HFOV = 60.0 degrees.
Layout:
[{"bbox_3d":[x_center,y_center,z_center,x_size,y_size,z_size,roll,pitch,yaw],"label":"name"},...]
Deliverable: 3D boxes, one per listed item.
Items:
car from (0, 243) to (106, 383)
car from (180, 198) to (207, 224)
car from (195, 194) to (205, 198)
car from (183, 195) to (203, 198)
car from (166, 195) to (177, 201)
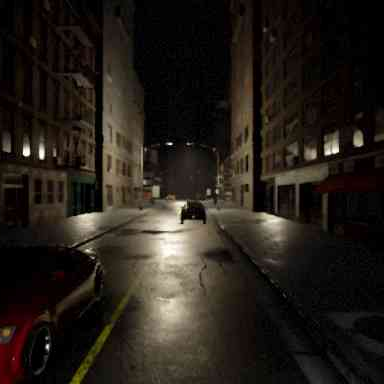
[{"bbox_3d":[-2.796,1.561,5.266,1.994,1.385,4.181,0,0,1],"label":"car"},{"bbox_3d":[0.103,1.492,24.981,2.128,1.511,4.902,0,0,0],"label":"car"},{"bbox_3d":[2.344,1.682,87.110,1.947,1.339,4.313,0,0,0],"label":"car"},{"bbox_3d":[0.108,1.521,42.856,1.837,1.490,4.892,0,0,0],"label":"car"},{"bbox_3d":[-5.681,1.557,87.120,1.967,1.590,4.097,0,0,0],"label":"car"}]
